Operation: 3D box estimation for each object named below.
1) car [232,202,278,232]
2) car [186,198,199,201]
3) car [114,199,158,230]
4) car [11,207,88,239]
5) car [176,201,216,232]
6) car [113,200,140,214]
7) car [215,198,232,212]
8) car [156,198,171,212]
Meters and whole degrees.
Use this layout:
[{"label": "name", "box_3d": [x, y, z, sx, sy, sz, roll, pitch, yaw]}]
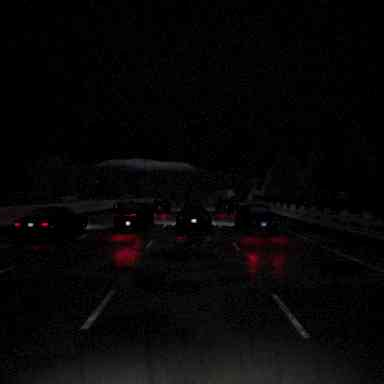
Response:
[{"label": "car", "box_3d": [3.601, 1.425, 18.971, 1.812, 1.442, 4.674, 0, 0, 0]}, {"label": "car", "box_3d": [0.101, 1.455, 37.104, 2.128, 1.511, 4.902, 0, -1, 0]}, {"label": "car", "box_3d": [-3.399, 1.402, 20.053, 1.837, 1.490, 4.892, 0, 0, 0]}, {"label": "car", "box_3d": [-6.900, 1.454, 16.734, 2.033, 1.411, 5.357, 0, 0, 0]}, {"label": "car", "box_3d": [0.100, 1.462, 19.188, 1.994, 1.385, 4.181, 0, 0, 0]}, {"label": "car", "box_3d": [-6.899, 1.549, 35.425, 1.895, 1.301, 4.718, 0, -1, 0]}, {"label": "car", "box_3d": [3.601, 1.455, 37.104, 2.128, 1.511, 4.902, 0, -1, 0]}, {"label": "car", "box_3d": [-3.399, 1.455, 37.109, 2.128, 1.511, 4.902, 0, -1, 0]}]
